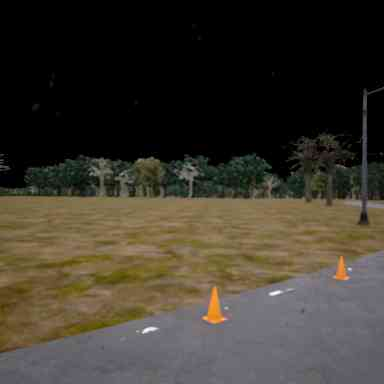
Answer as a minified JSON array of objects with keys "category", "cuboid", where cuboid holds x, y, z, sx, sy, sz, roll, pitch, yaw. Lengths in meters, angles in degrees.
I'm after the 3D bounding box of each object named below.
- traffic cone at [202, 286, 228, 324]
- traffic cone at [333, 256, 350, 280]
[{"category":"traffic cone","cuboid":[0.414,2.008,6.018,0.340,0.580,0.340,1,-1,-39]},{"category":"traffic cone","cuboid":[4.118,2.074,9.162,0.340,0.580,0.340,1,-1,-42]}]
